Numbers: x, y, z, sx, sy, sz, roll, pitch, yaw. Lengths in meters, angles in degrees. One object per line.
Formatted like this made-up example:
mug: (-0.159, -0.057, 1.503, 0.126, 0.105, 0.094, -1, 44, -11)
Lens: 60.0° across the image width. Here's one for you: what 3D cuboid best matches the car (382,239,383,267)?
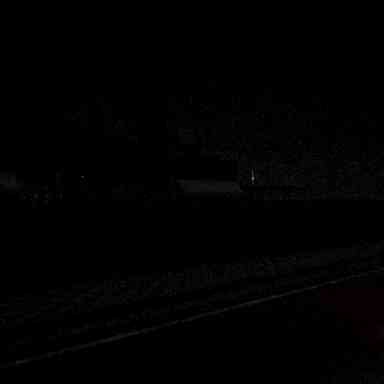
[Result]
car: (7.318, 1.349, 8.968, 5.566, 2.045, 2.150, 1, 0, -36)
